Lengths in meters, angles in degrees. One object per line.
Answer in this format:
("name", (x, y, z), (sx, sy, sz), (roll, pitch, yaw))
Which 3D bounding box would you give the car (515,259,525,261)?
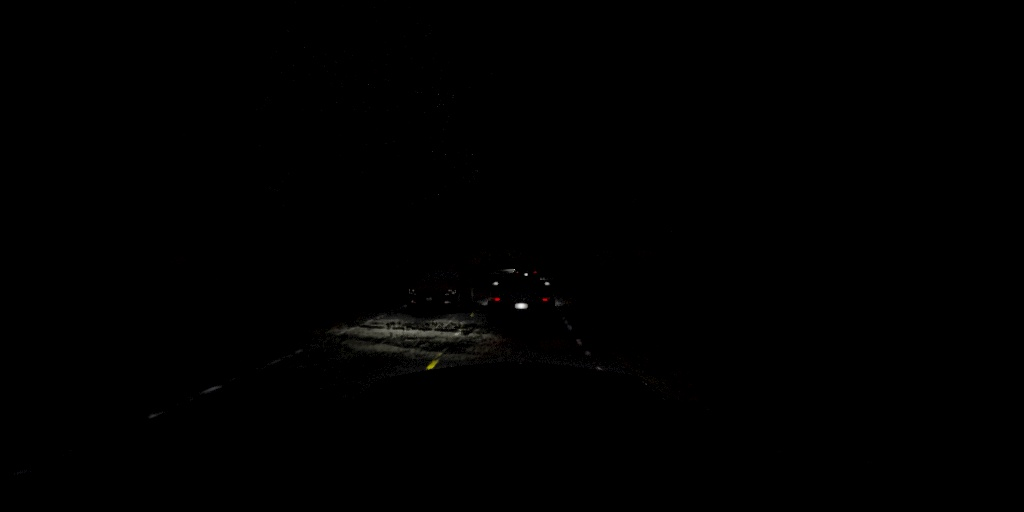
("car", (1.188, 1.244, 56.131), (2.128, 1.511, 4.902), (0, 0, 9))

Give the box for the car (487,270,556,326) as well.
("car", (0.306, 1.316, 11.666), (1.994, 1.385, 4.181), (0, 0, 2))

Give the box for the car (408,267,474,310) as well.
("car", (-2.785, 1.226, 14.982), (1.882, 1.535, 5.008), (0, 0, 2))

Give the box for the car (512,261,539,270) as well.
("car", (1.177, 1.318, 28.123), (1.994, 1.385, 4.181), (0, 0, 4))
